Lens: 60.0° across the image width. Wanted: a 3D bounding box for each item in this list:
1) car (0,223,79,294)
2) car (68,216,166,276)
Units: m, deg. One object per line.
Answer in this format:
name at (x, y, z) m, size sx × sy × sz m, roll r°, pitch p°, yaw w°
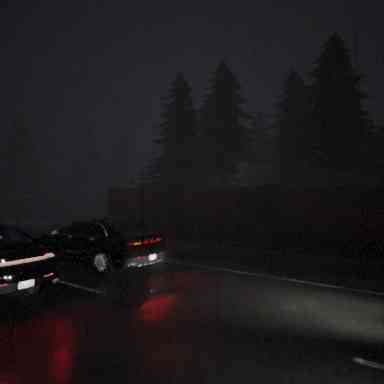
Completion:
car at (-5.058, 1.510, 7.603) m, size 4.902 × 1.511 × 2.128 m, roll 0°, pitch 0°, yaw 36°
car at (-3.039, 1.524, 10.460) m, size 4.892 × 1.490 × 1.837 m, roll 0°, pitch 0°, yaw 36°
